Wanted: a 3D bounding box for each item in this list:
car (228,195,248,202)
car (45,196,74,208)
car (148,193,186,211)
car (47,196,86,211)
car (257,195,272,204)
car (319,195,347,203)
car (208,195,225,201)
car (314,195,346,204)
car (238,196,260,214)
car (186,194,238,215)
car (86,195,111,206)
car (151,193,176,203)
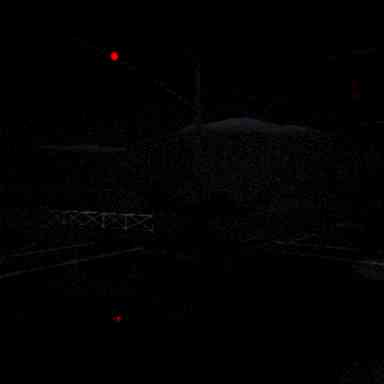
[{"bbox_3d":[9.904,1.386,71.670,3.806,1.475,1.970,0,0,37],"label":"car"},{"bbox_3d":[-18.159,1.340,45.558,3.806,1.475,1.970,0,0,37],"label":"car"},{"bbox_3d":[-2.537,1.149,37.961,4.605,1.855,1.932,0,0,37],"label":"car"},{"bbox_3d":[-14.710,1.394,38.402,4.514,1.523,2.007,0,0,37],"label":"car"},{"bbox_3d":[11.518,1.318,55.483,3.633,1.501,1.845,0,0,37],"label":"car"},{"bbox_3d":[26.598,1.282,62.911,4.514,1.523,2.007,0,0,37],"label":"car"},{"bbox_3d":[5.749,1.389,78.503,3.633,1.501,1.845,0,0,37],"label":"car"},{"bbox_3d":[24.760,1.280,60.369,5.027,1.636,2.152,0,0,37],"label":"car"},{"bbox_3d":[4.275,1.389,32.911,3.806,1.475,1.970,0,0,37],"label":"car"},{"bbox_3d":[1.793,1.114,30.615,3.866,1.878,1.905,0,0,37],"label":"car"},{"bbox_3d":[-14.573,1.247,50.890,5.027,1.636,2.152,0,0,37],"label":"car"},{"bbox_3d":[-5.497,1.156,63.707,4.605,1.855,1.932,0,0,37],"label":"car"}]
